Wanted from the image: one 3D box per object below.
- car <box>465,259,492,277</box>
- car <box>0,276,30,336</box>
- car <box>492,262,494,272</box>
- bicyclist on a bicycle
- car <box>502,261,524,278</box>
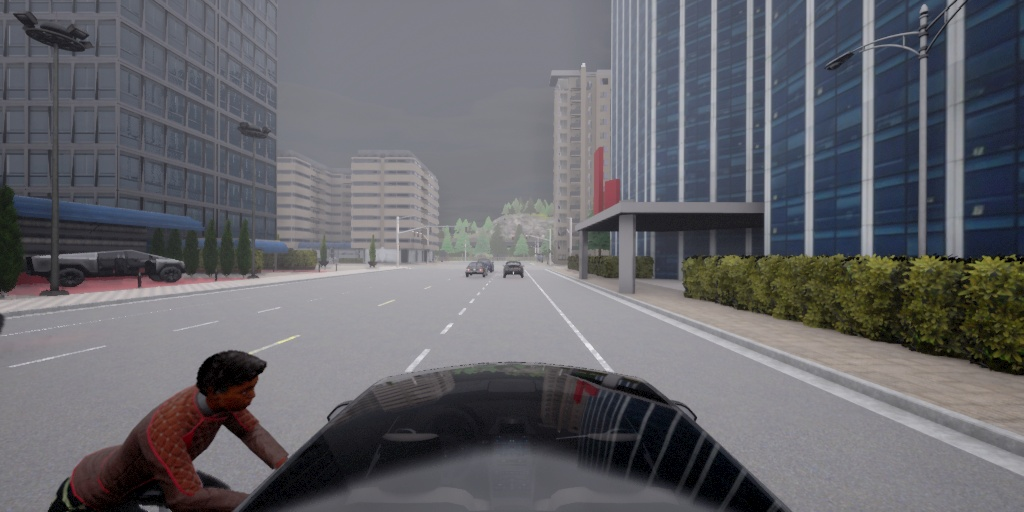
[{"bbox_3d":[-3.370,1.282,34.746,2.033,1.411,5.357,0,0,0],"label":"car"},{"bbox_3d":[-10.639,1.190,4.735,1.837,1.490,4.892,0,0,0],"label":"car"},{"bbox_3d":[-3.357,1.088,44.285,2.097,1.767,4.553,0,0,1],"label":"car"},{"bbox_3d":[-1.395,1.240,1.645,1.656,1.620,0.582,0,7,-8],"label":"bicyclist on a bicycle"},{"bbox_3d":[0.143,1.260,34.499,1.837,1.490,4.892,0,0,0],"label":"car"}]
